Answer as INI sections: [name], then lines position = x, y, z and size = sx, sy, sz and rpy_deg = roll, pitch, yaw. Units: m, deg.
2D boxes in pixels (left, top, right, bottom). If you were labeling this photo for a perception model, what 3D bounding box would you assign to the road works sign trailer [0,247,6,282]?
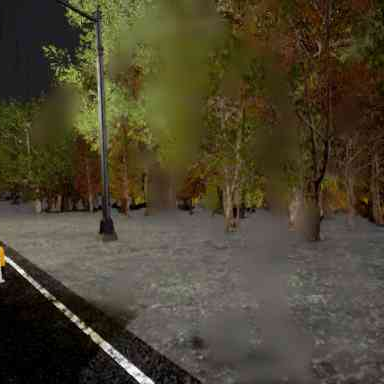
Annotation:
[road works sign trailer]
position = -6.530, 0.541, 8.875
size = 2.380, 3.560, 2.880
rpy_deg = -3, 2, -38
